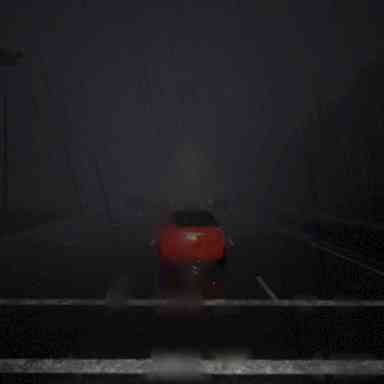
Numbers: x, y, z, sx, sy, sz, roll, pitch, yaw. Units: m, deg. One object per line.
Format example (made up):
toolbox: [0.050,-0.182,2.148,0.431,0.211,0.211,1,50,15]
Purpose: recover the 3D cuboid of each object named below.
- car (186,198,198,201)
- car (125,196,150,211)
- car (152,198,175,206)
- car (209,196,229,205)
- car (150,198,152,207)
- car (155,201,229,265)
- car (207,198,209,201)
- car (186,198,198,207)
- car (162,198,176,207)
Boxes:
car: [-0.011,1.628,42.088,1.895,1.301,4.718,0,0,0]
car: [-7.011,1.378,41.993,2.097,1.767,4.553,0,0,0]
car: [-3.511,1.504,41.641,1.882,1.535,5.008,0,0,0]
car: [3.489,1.504,41.643,1.882,1.535,5.008,0,0,0]
car: [-7.014,1.597,52.057,1.994,1.385,4.181,0,0,0]
car: [-0.004,1.360,11.818,2.097,1.767,4.553,0,0,0]
car: [3.486,1.385,52.030,2.097,1.767,4.553,0,0,0]
car: [-0.014,1.634,52.089,1.895,1.301,4.718,0,0,0]
car: [-3.514,1.634,52.088,1.895,1.301,4.718,0,0,0]
